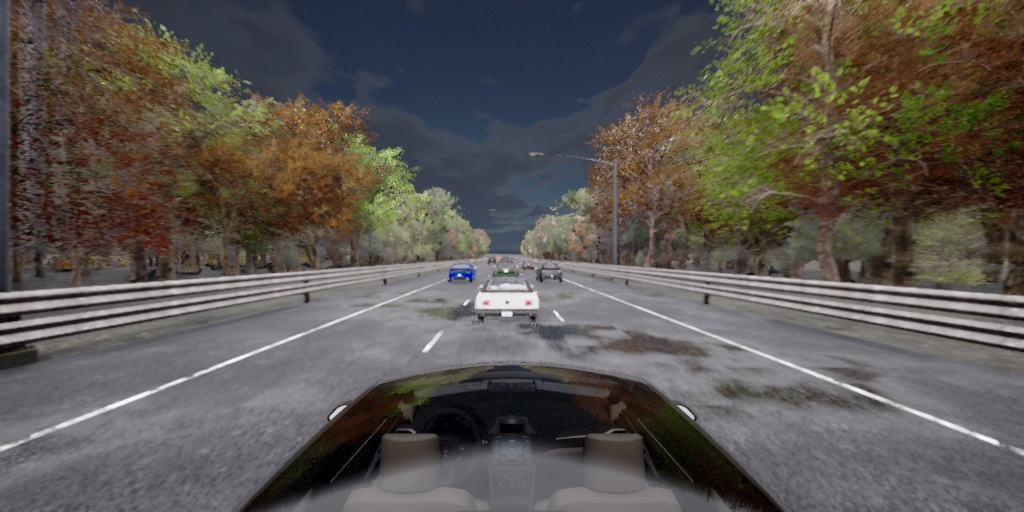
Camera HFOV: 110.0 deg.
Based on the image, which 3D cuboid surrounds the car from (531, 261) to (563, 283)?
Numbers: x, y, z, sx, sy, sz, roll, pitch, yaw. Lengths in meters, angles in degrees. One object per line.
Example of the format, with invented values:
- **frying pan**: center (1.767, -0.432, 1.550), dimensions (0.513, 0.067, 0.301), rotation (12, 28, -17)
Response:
- **car**: center (2.998, 1.339, 29.687), dimensions (2.128, 1.511, 4.902), rotation (0, 0, -1)

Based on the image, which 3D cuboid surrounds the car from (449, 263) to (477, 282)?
- **car**: center (-4.001, 1.305, 29.568), dimensions (1.882, 1.535, 5.008), rotation (0, 0, -1)

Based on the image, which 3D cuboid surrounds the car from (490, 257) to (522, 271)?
- **car**: center (-0.498, 1.188, 29.516), dimensions (2.097, 1.767, 4.553), rotation (0, 0, -1)

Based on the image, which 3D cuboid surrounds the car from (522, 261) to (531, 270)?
- **car**: center (2.486, 1.463, 56.738), dimensions (2.033, 1.411, 5.357), rotation (0, 0, -1)

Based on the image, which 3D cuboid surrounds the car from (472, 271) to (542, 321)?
- **car**: center (-0.178, 1.386, 12.519), dimensions (1.895, 1.301, 4.718), rotation (0, 0, -1)
